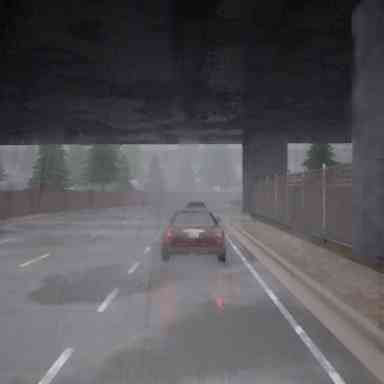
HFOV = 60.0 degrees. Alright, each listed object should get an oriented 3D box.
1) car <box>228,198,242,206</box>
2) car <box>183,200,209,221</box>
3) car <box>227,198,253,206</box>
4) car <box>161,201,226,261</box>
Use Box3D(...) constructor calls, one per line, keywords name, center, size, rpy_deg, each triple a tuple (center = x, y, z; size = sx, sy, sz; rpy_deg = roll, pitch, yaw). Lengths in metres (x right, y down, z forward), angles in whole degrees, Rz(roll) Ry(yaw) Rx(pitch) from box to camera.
Box3D(name="car", center=(8.761, 1.671, 56.312), size=(4.674, 1.442, 1.812), rpy_deg=(0, 0, -15))
Box3D(name="car", center=(0.451, 1.554, 29.416), size=(1.882, 1.535, 5.008), rpy_deg=(0, 0, 5))
Box3D(name="car", center=(8.626, 1.718, 60.049), size=(4.181, 1.385, 1.994), rpy_deg=(0, 0, -14))
Box3D(name="car", center=(0.071, 1.384, 12.580), size=(2.097, 1.767, 4.553), rpy_deg=(0, 0, 0))
